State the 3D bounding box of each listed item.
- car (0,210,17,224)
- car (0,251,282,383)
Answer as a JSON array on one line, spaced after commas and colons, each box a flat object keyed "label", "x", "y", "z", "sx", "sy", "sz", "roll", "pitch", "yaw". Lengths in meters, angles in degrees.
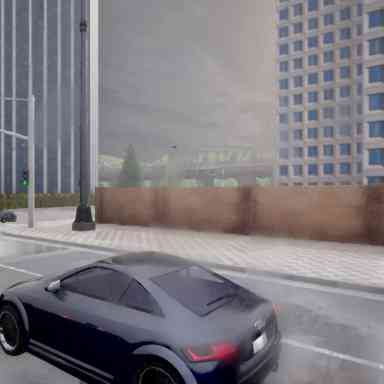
[{"label": "car", "x": -14.451, "y": 1.564, "z": 22.951, "sx": 1.994, "sy": 1.385, "sz": 4.181, "roll": 0, "pitch": 0, "yaw": 35}, {"label": "car", "x": -0.930, "y": 1.564, "z": 4.665, "sx": 4.181, "sy": 1.385, "sz": 1.994, "roll": 0, "pitch": 0, "yaw": 35}]
